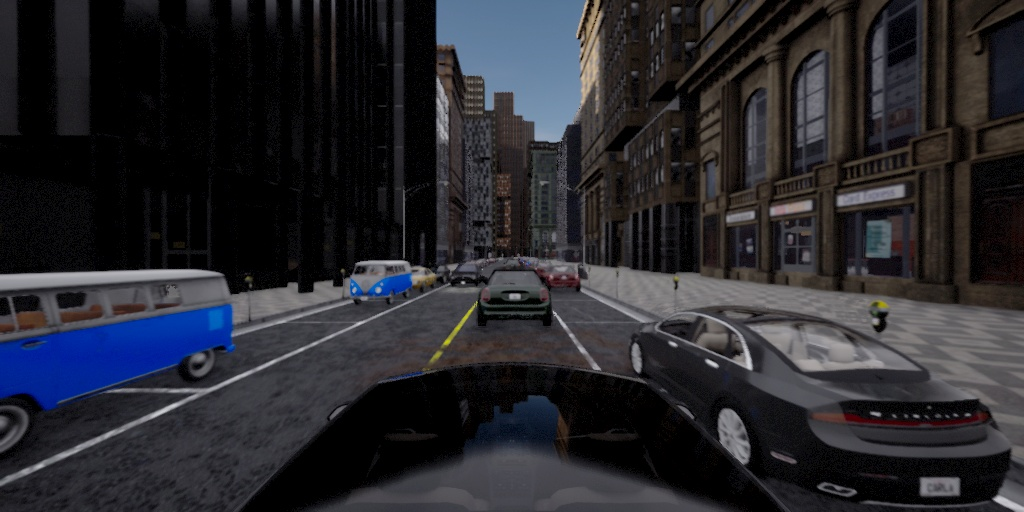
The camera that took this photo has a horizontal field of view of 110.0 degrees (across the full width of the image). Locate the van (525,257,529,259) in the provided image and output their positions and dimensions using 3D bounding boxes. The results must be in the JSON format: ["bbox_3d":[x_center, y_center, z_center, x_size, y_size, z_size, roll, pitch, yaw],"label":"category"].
[{"bbox_3d":[2.854,1.123,49.759,1.690,1.789,3.998,0,0,0],"label":"van"}]

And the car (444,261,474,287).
[{"bbox_3d":[-3.081,1.312,25.304,2.033,1.411,5.357,0,0,0],"label":"car"}]

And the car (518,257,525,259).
[{"bbox_3d":[0.097,1.128,41.106,2.097,1.767,4.553,0,0,0],"label":"car"}]

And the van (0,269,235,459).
[{"bbox_3d":[-5.669,1.092,4.565,1.690,1.789,3.998,0,0,0],"label":"van"}]

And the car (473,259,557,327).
[{"bbox_3d":[0.055,1.108,11.724,2.097,1.767,4.553,0,0,-1],"label":"car"}]

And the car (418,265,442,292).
[{"bbox_3d":[-5.670,1.287,21.341,1.751,1.417,4.829,0,0,0],"label":"car"}]

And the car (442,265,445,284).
[{"bbox_3d":[-5.670,1.331,27.160,1.948,1.339,4.313,0,0,0],"label":"car"}]

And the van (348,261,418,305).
[{"bbox_3d":[-5.669,1.099,15.862,1.690,1.789,3.998,0,0,0],"label":"van"}]

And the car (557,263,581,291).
[{"bbox_3d":[2.855,1.201,21.517,1.967,1.591,4.097,0,0,0],"label":"car"}]

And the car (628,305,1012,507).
[{"bbox_3d":[2.856,1.302,4.572,2.007,1.370,4.403,0,0,0],"label":"car"}]
